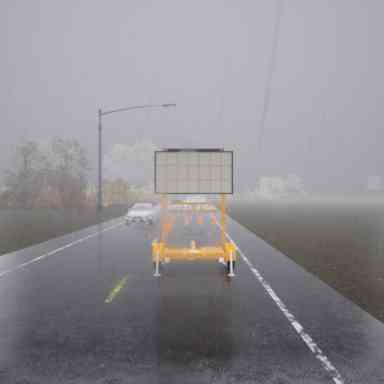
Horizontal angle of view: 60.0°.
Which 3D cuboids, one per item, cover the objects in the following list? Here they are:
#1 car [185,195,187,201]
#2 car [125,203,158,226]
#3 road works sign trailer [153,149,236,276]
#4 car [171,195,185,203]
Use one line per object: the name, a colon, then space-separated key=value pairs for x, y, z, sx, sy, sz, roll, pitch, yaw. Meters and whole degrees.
car: x=-2.454 y=1.585 z=90.380 sx=1.837 sy=1.490 sz=4.892 roll=0 pitch=0 yaw=1
car: x=-3.481 y=1.537 z=23.710 sx=1.812 sy=1.442 sz=4.674 roll=0 pitch=0 yaw=0
road works sign trailer: x=0.054 y=0.468 z=10.321 sx=2.380 sy=3.560 sz=2.880 roll=0 pitch=0 yaw=-1
car: x=-2.959 y=1.392 z=64.740 sx=2.097 sy=1.767 sz=4.553 roll=0 pitch=0 yaw=1
